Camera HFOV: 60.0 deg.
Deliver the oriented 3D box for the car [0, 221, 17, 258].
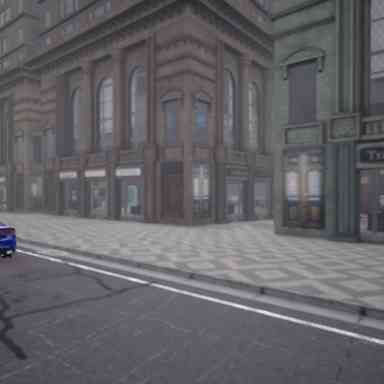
[{"bbox_3d":[-7.996,1.478,11.661,5.008,1.535,1.882,0,0,39],"label":"car"}]
